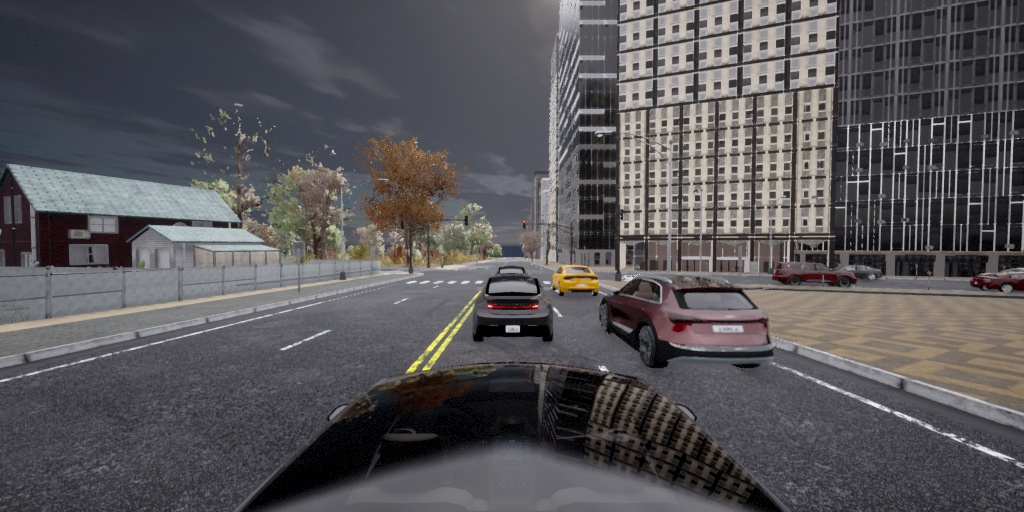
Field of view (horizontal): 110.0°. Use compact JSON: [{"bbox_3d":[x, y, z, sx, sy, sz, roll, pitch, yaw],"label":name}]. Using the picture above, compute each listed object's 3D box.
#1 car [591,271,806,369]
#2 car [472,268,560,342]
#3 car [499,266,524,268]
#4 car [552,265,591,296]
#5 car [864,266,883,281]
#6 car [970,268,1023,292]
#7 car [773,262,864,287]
[{"bbox_3d":[3.338,1.179,7.798,2.033,1.649,4.856,0,0,0],"label":"car"},{"bbox_3d":[0.030,1.252,9.783,1.837,1.490,4.892,0,0,0],"label":"car"},{"bbox_3d":[-0.031,1.251,18.450,1.837,1.490,4.892,0,0,0],"label":"car"},{"bbox_3d":[3.283,1.224,19.263,1.882,1.535,5.008,0,0,0],"label":"car"},{"bbox_3d":[30.987,1.468,32.953,4.403,1.370,2.007,0,0,20],"label":"car"},{"bbox_3d":[33.618,1.715,23.611,4.507,1.381,1.888,0,0,20],"label":"car"},{"bbox_3d":[22.965,1.393,27.489,5.009,1.841,2.192,0,0,20],"label":"car"}]
